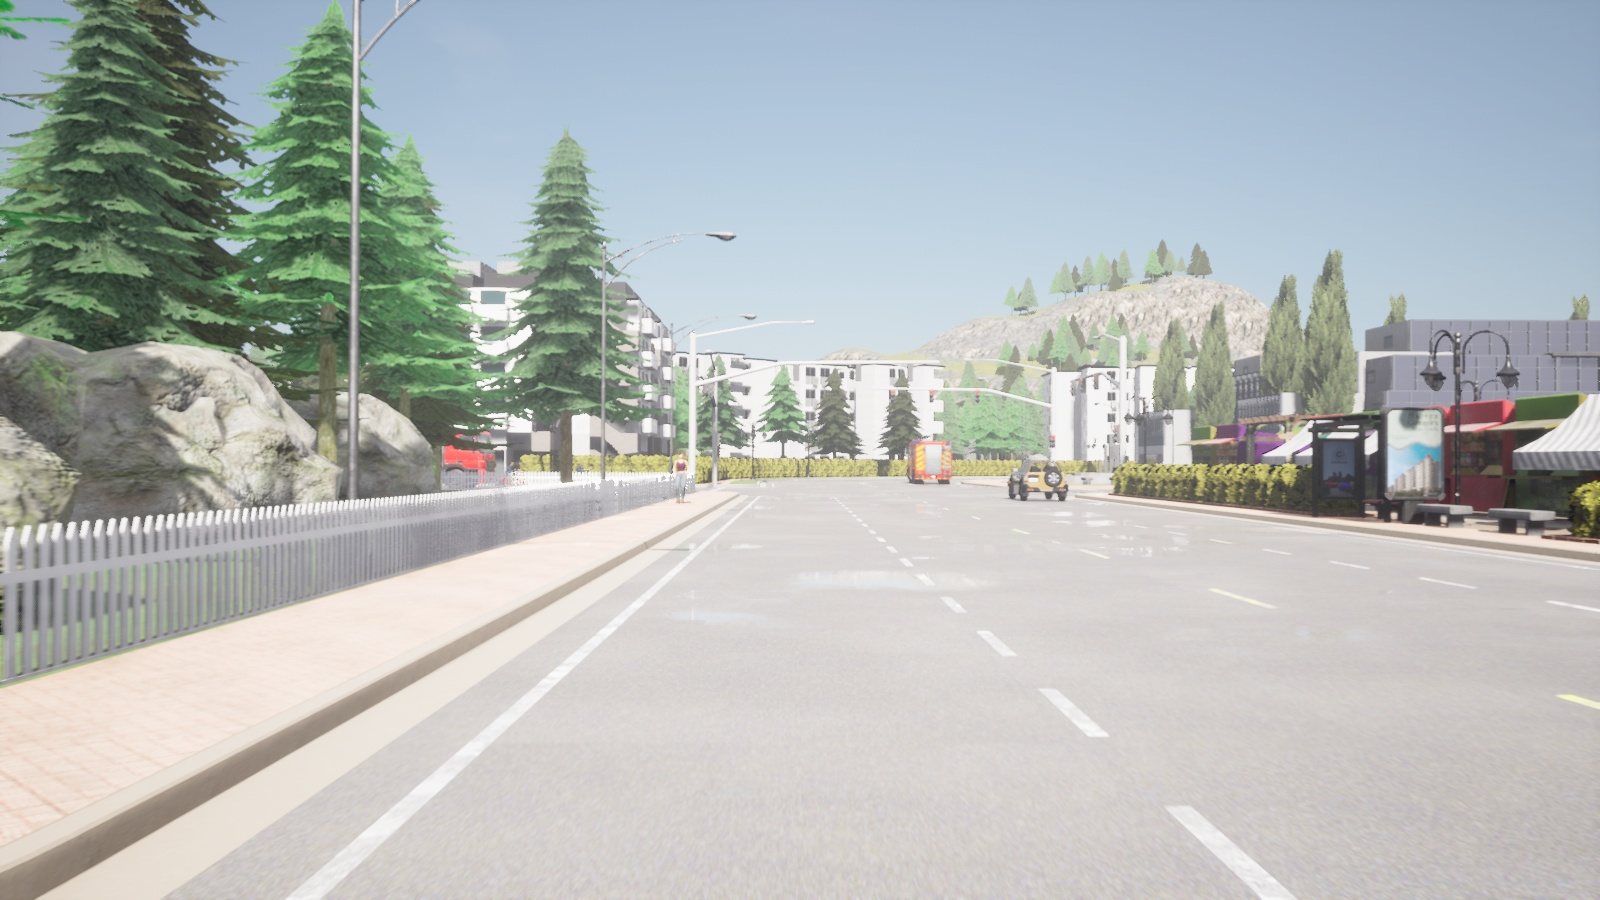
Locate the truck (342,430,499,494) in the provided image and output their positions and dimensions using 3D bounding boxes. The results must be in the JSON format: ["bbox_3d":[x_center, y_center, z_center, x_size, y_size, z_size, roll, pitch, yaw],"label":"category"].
[{"bbox_3d":[-21.337,0.683,70.888,7.936,3.462,2.891,0,-1,1],"label":"truck"}]

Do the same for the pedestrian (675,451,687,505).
[{"bbox_3d":[-4.101,0.962,43.320,0.345,1.836,0.594,0,-1,0],"label":"pedestrian"}]

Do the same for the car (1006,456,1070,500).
[{"bbox_3d":[10.361,1.199,55.005,1.932,1.855,4.605,0,-1,0],"label":"car"}]
